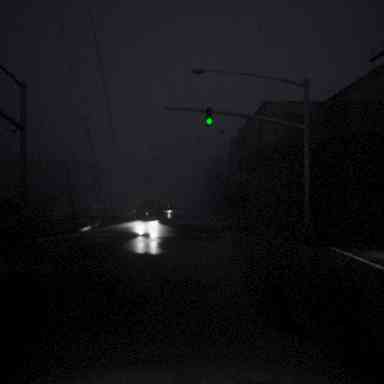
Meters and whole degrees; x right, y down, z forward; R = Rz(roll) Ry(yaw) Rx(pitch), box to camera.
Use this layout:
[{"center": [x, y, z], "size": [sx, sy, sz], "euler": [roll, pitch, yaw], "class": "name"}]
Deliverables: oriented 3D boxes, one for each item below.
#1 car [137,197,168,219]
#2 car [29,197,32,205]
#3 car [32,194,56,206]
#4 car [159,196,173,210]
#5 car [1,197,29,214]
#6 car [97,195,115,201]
[{"center": [-3.571, 1.462, 28.823], "size": [2.128, 1.511, 4.902], "euler": [0, 0, 0], "class": "car"}, {"center": [-25.918, 1.498, 52.148], "size": [1.970, 1.475, 3.806], "euler": [0, 0, 0], "class": "car"}, {"center": [-22.592, 1.215, 51.544], "size": [1.905, 1.878, 3.866], "euler": [0, 0, 0], "class": "car"}, {"center": [-3.555, 1.309, 42.069], "size": [2.097, 1.767, 4.553], "euler": [0, 0, 0], "class": "car"}, {"center": [-18.897, 1.454, 33.674], "size": [2.007, 1.523, 4.514], "euler": [0, 0, 0], "class": "car"}, {"center": [-22.122, 1.584, 85.547], "size": [4.611, 1.667, 2.242], "euler": [0, 0, 0], "class": "car"}]
